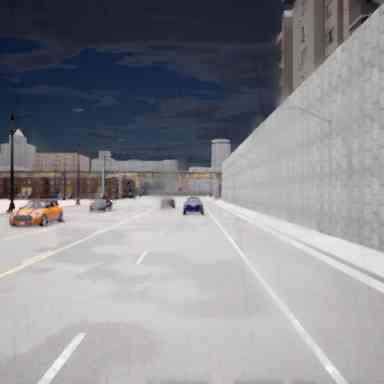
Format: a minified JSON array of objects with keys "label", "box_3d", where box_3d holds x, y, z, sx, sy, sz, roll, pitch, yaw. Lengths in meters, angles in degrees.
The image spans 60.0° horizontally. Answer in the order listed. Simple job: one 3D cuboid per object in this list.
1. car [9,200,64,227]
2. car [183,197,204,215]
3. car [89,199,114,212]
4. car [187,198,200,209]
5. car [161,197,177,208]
[{"label":"car","box_3d":[-10.499,1.349,22.748,2.097,1.767,4.553,0,0,-1]},{"label":"car","box_3d":[0.151,1.361,34.198,2.097,1.767,4.553,0,0,0]},{"label":"car","box_3d":[-10.335,1.566,38.114,1.837,1.490,4.892,0,0,0]},{"label":"car","box_3d":[0.246,1.540,47.635,1.812,1.442,4.674,0,0,1]},{"label":"car","box_3d":[-3.266,1.517,46.873,1.837,1.490,4.892,0,0,1]}]
